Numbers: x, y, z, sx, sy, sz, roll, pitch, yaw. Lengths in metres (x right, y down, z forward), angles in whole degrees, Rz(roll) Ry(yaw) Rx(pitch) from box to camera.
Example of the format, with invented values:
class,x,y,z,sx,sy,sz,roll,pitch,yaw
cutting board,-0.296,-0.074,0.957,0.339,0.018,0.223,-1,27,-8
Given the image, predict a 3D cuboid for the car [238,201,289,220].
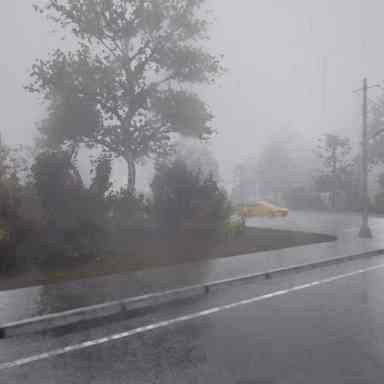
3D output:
class,x,y,z,sx,sy,sz,roll,pitch,yaw
car,6.437,1.624,30.439,1.882,1.535,5.008,0,-1,-40
